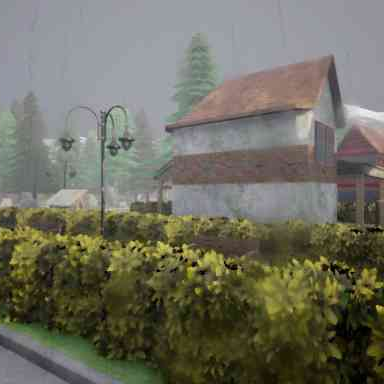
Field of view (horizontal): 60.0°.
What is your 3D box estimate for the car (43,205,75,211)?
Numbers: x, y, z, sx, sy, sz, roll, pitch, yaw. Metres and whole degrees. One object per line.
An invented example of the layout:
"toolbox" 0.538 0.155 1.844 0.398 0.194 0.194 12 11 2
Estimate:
"car" -12.875 1.760 30.308 1.895 1.301 4.718 0 0 36
